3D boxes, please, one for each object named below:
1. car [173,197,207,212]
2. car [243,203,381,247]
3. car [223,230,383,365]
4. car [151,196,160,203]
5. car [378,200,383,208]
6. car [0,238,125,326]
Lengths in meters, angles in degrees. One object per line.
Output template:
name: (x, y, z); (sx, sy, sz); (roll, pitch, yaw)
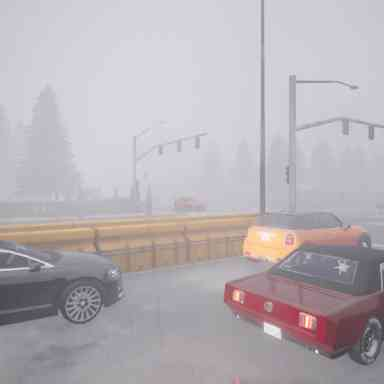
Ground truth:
car: (-0.285, 1.352, 38.356); (2.097, 1.767, 4.553); (0, 0, -35)
car: (3.854, 1.352, 10.803); (4.553, 1.767, 2.097); (0, 0, -36)
car: (2.904, 1.601, 5.823); (4.718, 1.301, 1.895); (0, 0, -36)
car: (-7.972, 1.514, 70.211); (2.033, 1.411, 5.357); (0, 0, -2)
car: (26.720, 1.547, 44.591); (5.357, 1.411, 2.033); (0, 0, -36)
car: (-3.560, 1.492, 5.498); (4.902, 1.511, 2.128); (0, 0, -36)
